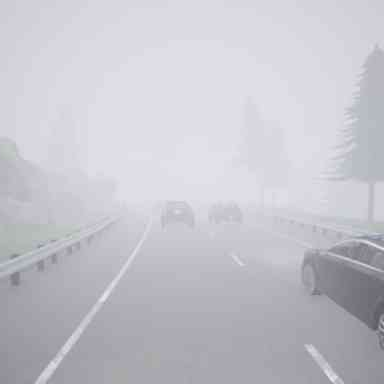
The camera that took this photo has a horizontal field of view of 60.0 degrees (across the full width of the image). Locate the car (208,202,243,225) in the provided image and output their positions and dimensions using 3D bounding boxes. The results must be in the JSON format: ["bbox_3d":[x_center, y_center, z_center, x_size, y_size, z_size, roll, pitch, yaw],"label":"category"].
[{"bbox_3d":[2.311,1.445,23.963,2.128,1.511,4.902,0,0,-6],"label":"car"}]

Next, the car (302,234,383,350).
[{"bbox_3d":[3.456,1.475,5.718,2.128,1.511,4.902,0,0,-1],"label":"car"}]

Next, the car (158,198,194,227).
[{"bbox_3d":[-1.080,1.313,22.617,2.097,1.767,4.553,0,0,-5],"label":"car"}]

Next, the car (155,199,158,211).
[{"bbox_3d":[-3.484,1.426,40.252,2.128,1.511,4.902,0,0,-11],"label":"car"}]
